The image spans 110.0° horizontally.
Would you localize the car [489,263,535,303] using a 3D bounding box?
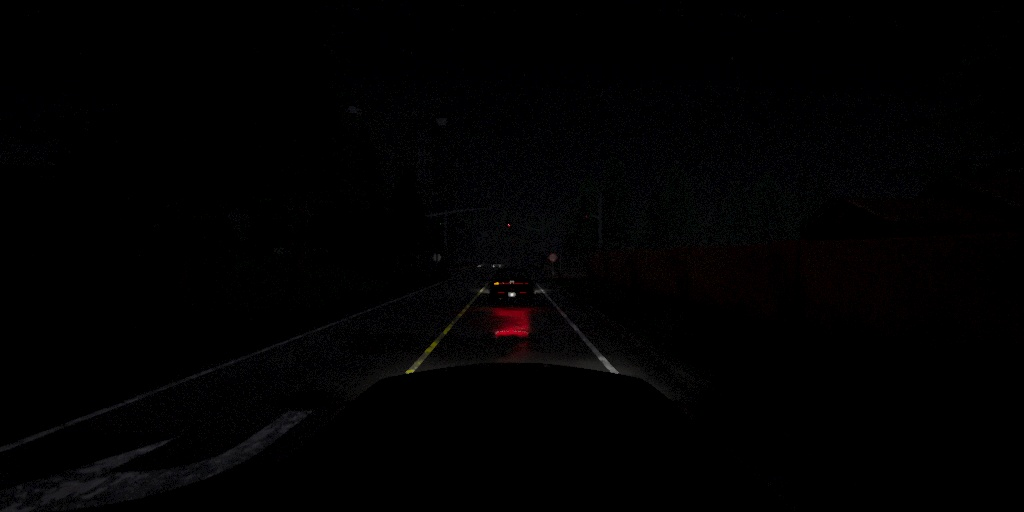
[{"bbox_3d":[0.000,1.264,16.500,1.837,1.490,4.892,0,0,0],"label":"car"}]
